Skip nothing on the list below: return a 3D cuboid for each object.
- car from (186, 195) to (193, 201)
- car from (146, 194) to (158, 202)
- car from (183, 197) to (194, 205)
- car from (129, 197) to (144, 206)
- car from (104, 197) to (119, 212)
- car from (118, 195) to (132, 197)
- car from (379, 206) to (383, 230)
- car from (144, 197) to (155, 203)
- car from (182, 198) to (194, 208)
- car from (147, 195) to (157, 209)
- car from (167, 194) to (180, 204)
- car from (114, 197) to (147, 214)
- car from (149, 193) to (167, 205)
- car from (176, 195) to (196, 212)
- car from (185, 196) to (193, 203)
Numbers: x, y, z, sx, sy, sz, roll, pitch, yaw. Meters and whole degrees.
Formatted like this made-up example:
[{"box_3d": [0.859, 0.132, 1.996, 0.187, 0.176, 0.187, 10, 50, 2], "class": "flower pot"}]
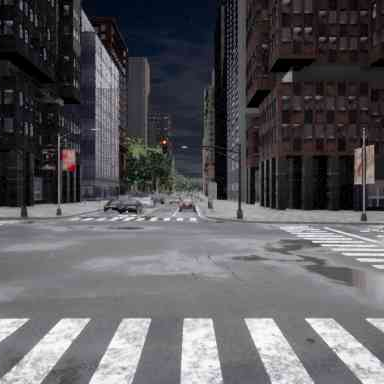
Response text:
[{"box_3d": [-0.758, 1.689, 93.300, 1.887, 1.381, 4.507, 0, 0, 0], "class": "car"}, {"box_3d": [-9.213, 1.411, 76.999, 2.192, 1.841, 5.009, 0, 0, 0], "class": "car"}, {"box_3d": [-0.617, 1.599, 60.750, 1.887, 1.381, 4.507, 0, 0, 0], "class": "car"}, {"box_3d": [-9.118, 1.566, 55.124, 1.752, 1.417, 4.829, 0, 0, 0], "class": "car"}, {"box_3d": [-9.049, 1.571, 39.017, 1.947, 1.339, 4.313, 0, 0, 0], "class": "car"}, {"box_3d": [-9.073, 1.332, 44.443, 2.192, 1.841, 5.009, 0, 0, 0], "class": "car"}, {"box_3d": [14.844, 1.723, 20.974, 4.902, 1.511, 2.128, 1, 0, 0], "class": "car"}, {"box_3d": [-9.189, 1.663, 71.573, 1.802, 1.307, 4.206, 0, 0, 0], "class": "car"}, {"box_3d": [-0.570, 1.611, 49.900, 1.802, 1.307, 4.206, 0, 0, 0], "class": "car"}, {"box_3d": [-6.413, 1.547, 46.578, 1.812, 1.442, 4.674, 0, 0, 0], "class": "car"}, {"box_3d": [-3.398, 1.667, 65.653, 1.895, 1.301, 4.718, 0, 0, 0], "class": "car"}, {"box_3d": [-6.367, 1.544, 35.146, 2.033, 1.411, 5.357, 0, 0, 0], "class": "car"}, {"box_3d": [-6.434, 1.283, 62.728, 2.150, 2.045, 5.566, 0, 0, 0], "class": "car"}, {"box_3d": [-0.524, 1.445, 39.051, 1.967, 1.590, 4.097, 0, 0, 0], "class": "car"}, {"box_3d": [-0.665, 1.607, 71.770, 1.752, 1.417, 4.829, 0, 0, 0], "class": "car"}]
